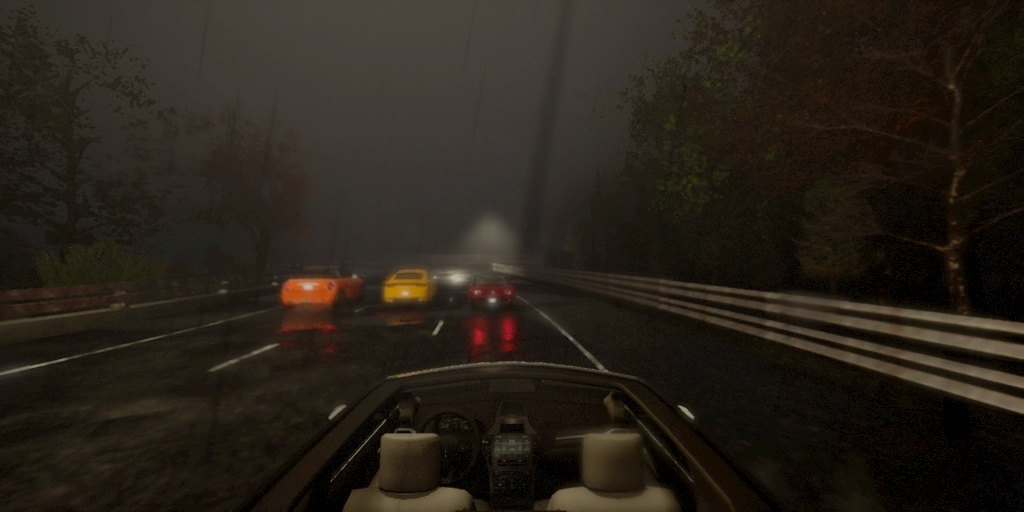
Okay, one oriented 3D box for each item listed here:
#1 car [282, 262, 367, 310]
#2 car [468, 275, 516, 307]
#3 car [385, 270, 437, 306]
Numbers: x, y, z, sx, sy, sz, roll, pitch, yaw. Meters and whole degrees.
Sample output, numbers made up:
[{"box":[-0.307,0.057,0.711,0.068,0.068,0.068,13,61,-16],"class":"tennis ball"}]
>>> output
[{"box":[-8.030,1.257,15.786,2.097,1.767,4.553,0,-1,-8],"class":"car"},{"box":[-1.057,1.507,16.464,1.895,1.301,4.718,0,-1,-8],"class":"car"},{"box":[-4.666,1.393,17.020,1.882,1.535,5.008,0,0,-8],"class":"car"}]
